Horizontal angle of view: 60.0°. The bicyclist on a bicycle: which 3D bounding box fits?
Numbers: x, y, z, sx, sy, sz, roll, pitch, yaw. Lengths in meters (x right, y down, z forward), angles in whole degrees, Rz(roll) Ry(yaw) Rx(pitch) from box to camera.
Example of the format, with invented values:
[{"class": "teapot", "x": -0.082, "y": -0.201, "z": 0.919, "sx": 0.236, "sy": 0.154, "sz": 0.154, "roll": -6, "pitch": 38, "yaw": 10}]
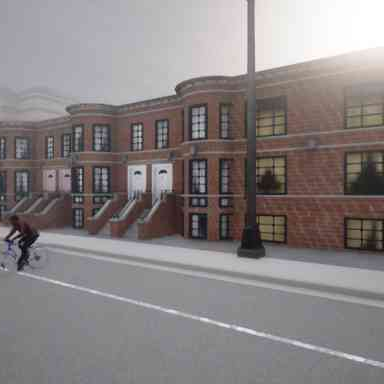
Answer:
[{"class": "bicyclist on a bicycle", "x": -4.718, "y": 1.448, "z": 9.151, "sx": 0.582, "sy": 1.620, "sz": 1.656, "roll": 0, "pitch": 2, "yaw": 34}]
